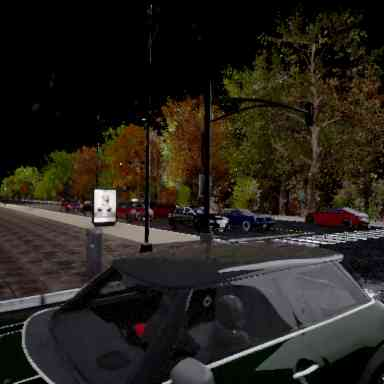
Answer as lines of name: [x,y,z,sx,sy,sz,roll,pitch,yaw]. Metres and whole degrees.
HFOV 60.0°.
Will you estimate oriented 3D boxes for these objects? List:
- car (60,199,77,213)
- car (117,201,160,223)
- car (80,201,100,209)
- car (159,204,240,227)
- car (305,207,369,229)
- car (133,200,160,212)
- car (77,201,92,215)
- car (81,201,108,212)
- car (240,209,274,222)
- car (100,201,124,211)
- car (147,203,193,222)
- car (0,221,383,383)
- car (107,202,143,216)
car: [-15.726,1.732,43.375,2.097,1.767,4.553,1,-1,-34]
car: [-4.923,1.537,27.686,2.097,1.767,4.553,1,-1,-35]
car: [-17.843,2.204,57.967,1.895,1.301,4.718,1,-1,-35]
car: [0.293,1.582,20.113,2.128,1.511,4.902,1,-1,-34]
car: [10.118,1.758,23.418,1.994,1.385,4.181,1,-1,-35]
car: [-6.584,2.001,47.576,1.837,1.490,4.892,1,-1,-35]
car: [-10.126,1.770,35.218,2.128,1.511,4.902,1,-1,-35]
car: [-13.556,1.980,45.955,2.033,1.411,5.357,1,-1,-34]
car: [3.116,1.733,21.764,1.895,1.301,4.718,1,-1,-35]
car: [-11.973,2.024,49.526,1.812,1.442,4.674,1,-1,-34]
car: [-2.036,1.750,29.220,1.812,1.442,4.674,1,-1,-35]
car: [-0.179,1.355,2.928,4.553,1.767,2.097,0,0,-33]
car: [-7.560,1.871,37.215,2.033,1.411,5.357,1,-1,-34]
